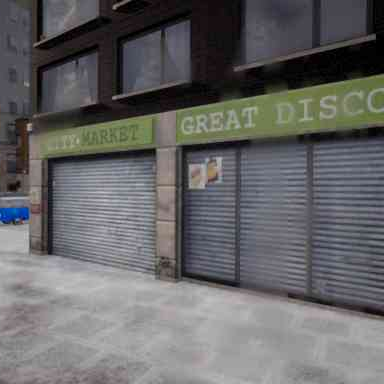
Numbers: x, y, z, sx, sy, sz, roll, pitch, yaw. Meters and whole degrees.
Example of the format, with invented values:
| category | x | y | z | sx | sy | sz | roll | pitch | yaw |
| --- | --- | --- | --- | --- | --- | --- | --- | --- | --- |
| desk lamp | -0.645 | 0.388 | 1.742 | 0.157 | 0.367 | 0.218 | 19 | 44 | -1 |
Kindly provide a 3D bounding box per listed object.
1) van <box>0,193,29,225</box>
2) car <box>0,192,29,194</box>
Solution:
| category | x | y | z | sx | sy | sz | roll | pitch | yaw |
| --- | --- | --- | --- | --- | --- | --- | --- | --- | --- |
| van | -10.859 | 1.203 | 22.322 | 1.690 | 1.788 | 3.998 | 1 | 1 | 36 |
| car | -15.235 | 1.034 | 26.301 | 2.150 | 2.045 | 5.566 | 1 | 1 | 36 |
